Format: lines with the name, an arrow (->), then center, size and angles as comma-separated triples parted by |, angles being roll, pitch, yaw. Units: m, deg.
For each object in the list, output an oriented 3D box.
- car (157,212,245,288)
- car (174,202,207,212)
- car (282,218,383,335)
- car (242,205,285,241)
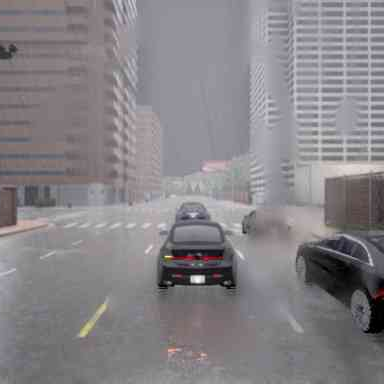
car -> 0.118, 1.540, 9.287 | 1.837, 1.490, 4.892 | 0, 0, 0
car -> -0.065, 1.429, 21.450 | 2.097, 1.767, 4.553 | 0, 0, -4
car -> 3.616, 1.517, 6.745 | 2.128, 1.511, 4.902 | 0, 0, 0
car -> 3.653, 1.586, 16.777 | 1.812, 1.442, 4.674 | 0, 0, 1
